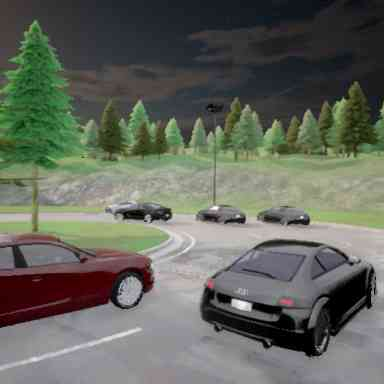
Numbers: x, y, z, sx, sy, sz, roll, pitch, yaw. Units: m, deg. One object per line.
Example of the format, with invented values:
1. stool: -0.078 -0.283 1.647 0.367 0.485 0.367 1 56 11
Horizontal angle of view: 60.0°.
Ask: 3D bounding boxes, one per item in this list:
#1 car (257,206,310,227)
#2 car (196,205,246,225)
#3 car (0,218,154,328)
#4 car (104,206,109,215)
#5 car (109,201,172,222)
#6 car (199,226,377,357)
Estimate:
1. car: 6.625 1.697 24.422 1.994 1.385 4.181 1 0 -24
2. car: 2.108 1.678 25.137 1.994 1.385 4.181 1 0 -34
3. car: -3.030 1.487 6.054 5.008 1.535 1.882 0 0 -40
4. car: -6.679 1.634 34.045 4.674 1.442 1.812 0 0 10
5. car: -3.883 1.566 26.046 5.008 1.535 1.882 0 -1 35
6. car: 2.012 1.599 6.272 1.994 1.385 4.181 0 0 41
